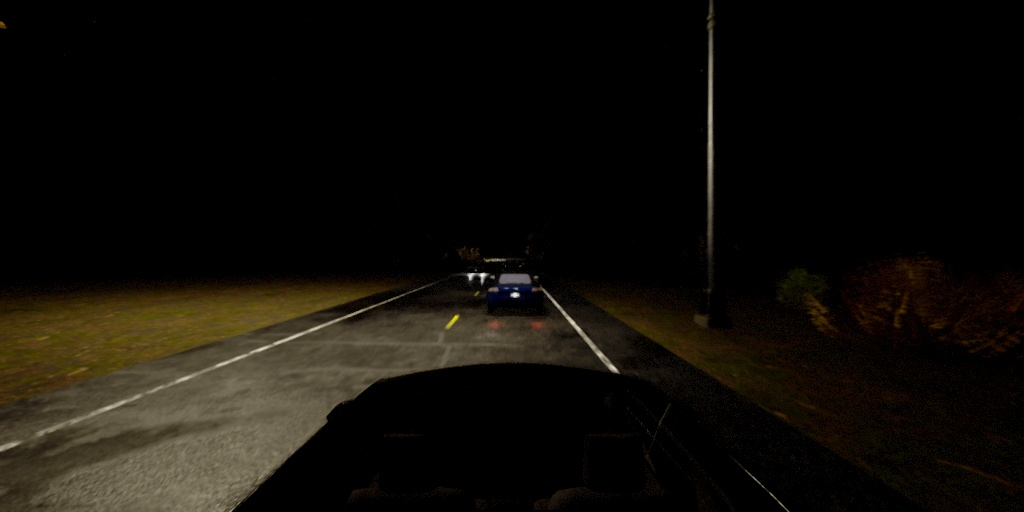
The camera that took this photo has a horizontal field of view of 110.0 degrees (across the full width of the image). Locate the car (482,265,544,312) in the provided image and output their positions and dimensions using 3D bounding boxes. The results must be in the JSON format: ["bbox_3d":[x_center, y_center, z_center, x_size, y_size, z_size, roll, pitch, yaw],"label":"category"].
[{"bbox_3d":[0.103,1.226,13.694,1.994,1.385,4.181,0,0,0],"label":"car"}]

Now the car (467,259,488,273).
[{"bbox_3d":[-3.568,1.028,38.133,2.033,1.411,5.357,0,0,0],"label":"car"}]

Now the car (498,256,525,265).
[{"bbox_3d":[0.107,1.022,31.504,2.128,1.511,4.902,0,0,0],"label":"car"}]
